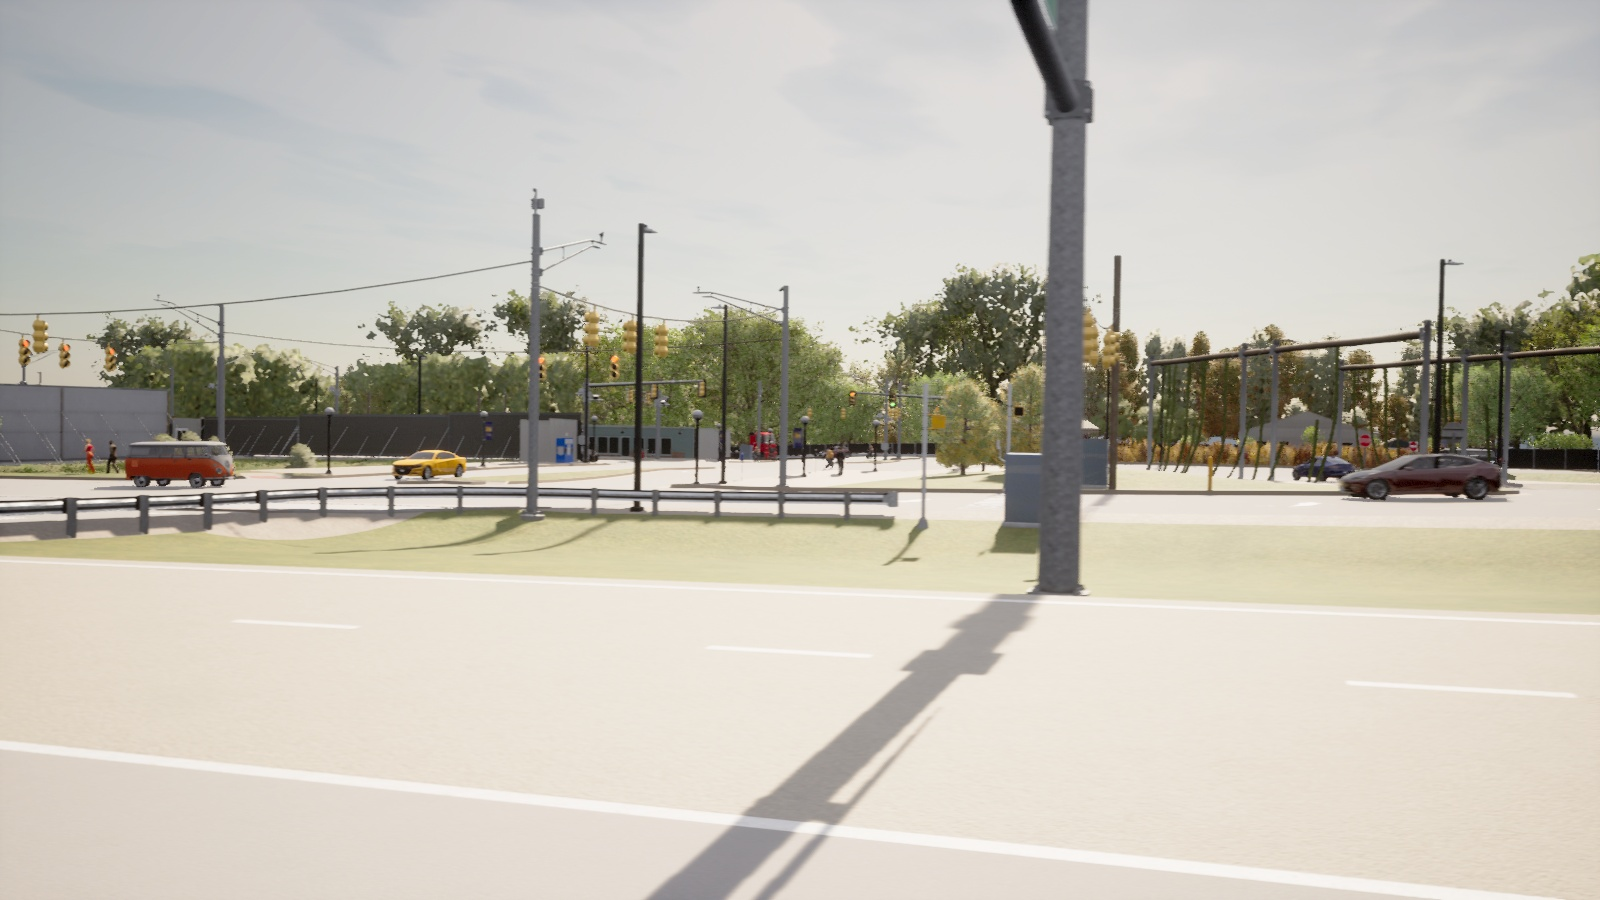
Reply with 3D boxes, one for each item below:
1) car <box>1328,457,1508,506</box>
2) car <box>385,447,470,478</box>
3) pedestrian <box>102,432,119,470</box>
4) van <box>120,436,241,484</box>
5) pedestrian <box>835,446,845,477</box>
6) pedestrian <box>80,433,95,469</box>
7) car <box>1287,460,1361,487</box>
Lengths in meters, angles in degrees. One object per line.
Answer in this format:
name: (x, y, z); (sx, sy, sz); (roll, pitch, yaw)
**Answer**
car: (19.967, 1.003, 40.793); (4.792, 1.488, 2.163); (0, 1, 6)
car: (-19.607, 0.607, 66.303); (1.882, 1.535, 5.008); (1, 1, 16)
pedestrian: (-36.164, 0.053, 65.856); (0.692, 1.930, 0.396); (2, 1, 18)
van: (-26.650, 0.418, 54.080); (4.442, 1.987, 1.775); (1, 1, 7)
pedestrian: (2.477, 0.706, 78.496); (0.402, 1.930, 0.666); (2, 1, 19)
pedestrian: (-36.853, 0.029, 64.946); (0.594, 1.836, 0.345); (2, 1, 5)
car: (30.308, 1.329, 72.800); (1.812, 1.442, 4.674); (1, 0, -7)
